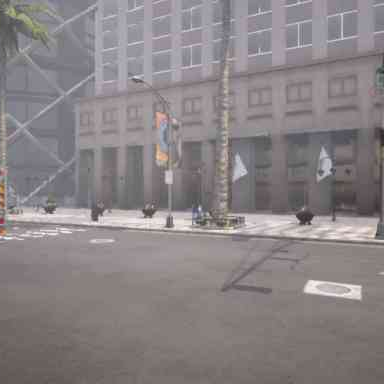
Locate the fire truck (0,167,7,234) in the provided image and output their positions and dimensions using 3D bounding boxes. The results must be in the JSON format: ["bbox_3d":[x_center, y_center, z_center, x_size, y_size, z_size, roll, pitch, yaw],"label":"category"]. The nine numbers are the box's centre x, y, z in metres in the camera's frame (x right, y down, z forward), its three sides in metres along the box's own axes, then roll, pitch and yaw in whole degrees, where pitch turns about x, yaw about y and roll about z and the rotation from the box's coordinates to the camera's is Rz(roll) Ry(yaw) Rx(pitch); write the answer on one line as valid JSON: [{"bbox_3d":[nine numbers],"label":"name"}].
[{"bbox_3d":[-12.696,0.342,15.571,8.468,3.827,2.891,0,0,25],"label":"fire truck"}]
